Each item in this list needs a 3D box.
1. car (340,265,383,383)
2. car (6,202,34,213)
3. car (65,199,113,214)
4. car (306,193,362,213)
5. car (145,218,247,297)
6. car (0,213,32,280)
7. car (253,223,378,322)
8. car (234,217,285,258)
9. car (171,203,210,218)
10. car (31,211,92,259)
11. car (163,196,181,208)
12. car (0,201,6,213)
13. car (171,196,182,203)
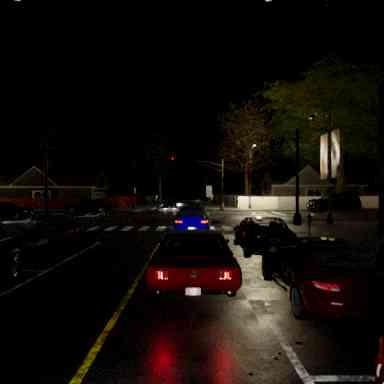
[{"bbox_3d":[2.640,1.544,1.484,1.887,1.381,4.507,0,0,0],"label":"car"},{"bbox_3d":[-16.275,1.589,28.788,4.892,1.490,1.837,0,0,-1],"label":"car"},{"bbox_3d":[-10.974,1.552,35.432,4.892,1.490,1.837,-1,3,-10],"label":"car"},{"bbox_3d":[15.139,1.116,35.513,5.566,2.045,2.150,0,0,0],"label":"car"},{"bbox_3d":[0.043,1.599,8.531,1.895,1.301,4.718,0,0,0],"label":"car"},{"bbox_3d":[-5.395,1.439,6.986,1.967,1.590,4.097,0,0,0],"label":"car"},{"bbox_3d":[2.630,1.581,7.002,1.802,1.307,4.206,0,0,0],"label":"car"},{"bbox_3d":[2.621,1.564,12.520,1.947,1.339,4.313,0,0,0],"label":"car"},{"bbox_3d":[-0.025,1.523,17.589,1.812,1.442,4.674,0,0,0],"label":"car"},{"bbox_3d":[-5.404,1.580,12.506,1.802,1.307,4.206,0,0,0],"label":"car"},{"bbox_3d":[-3.190,1.560,49.006,2.033,1.411,5.357,0,0,0],"label":"car"},{"bbox_3d":[-17.431,1.598,25.549,4.892,1.490,1.837,0,0,3],"label":"car"},{"bbox_3d":[-3.182,1.525,68.876,2.128,1.511,4.902,0,0,0],"label":"car"}]
